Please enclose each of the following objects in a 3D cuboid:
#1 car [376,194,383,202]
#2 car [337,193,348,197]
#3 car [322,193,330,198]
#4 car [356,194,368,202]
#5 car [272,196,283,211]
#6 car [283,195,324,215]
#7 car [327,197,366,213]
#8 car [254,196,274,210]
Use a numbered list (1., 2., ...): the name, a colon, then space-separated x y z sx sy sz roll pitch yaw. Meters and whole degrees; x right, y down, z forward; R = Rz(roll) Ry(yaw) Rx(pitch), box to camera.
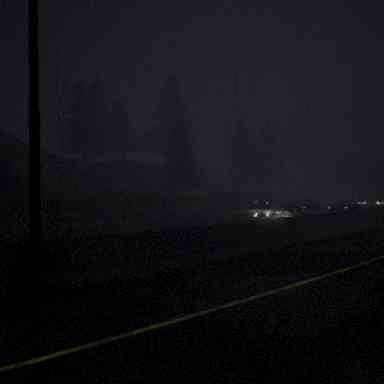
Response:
1. car: 37.201 1.125 65.212 2.128 1.511 4.902 -1 0 26
2. car: 33.620 0.950 74.330 2.097 1.767 4.553 -1 0 24
3. car: 31.008 0.968 77.179 1.812 1.442 4.674 -1 0 22
4. car: 34.000 1.162 66.626 2.128 1.511 4.902 -1 0 26
5. car: 11.829 1.443 38.967 2.033 1.411 5.357 -1 0 41
6. car: 11.343 1.403 33.198 1.837 1.490 4.892 0 0 42
7. car: 14.431 1.468 31.361 1.895 1.301 4.718 -1 0 42
8. car: 9.713 1.269 41.933 2.097 1.767 4.553 -1 0 40
